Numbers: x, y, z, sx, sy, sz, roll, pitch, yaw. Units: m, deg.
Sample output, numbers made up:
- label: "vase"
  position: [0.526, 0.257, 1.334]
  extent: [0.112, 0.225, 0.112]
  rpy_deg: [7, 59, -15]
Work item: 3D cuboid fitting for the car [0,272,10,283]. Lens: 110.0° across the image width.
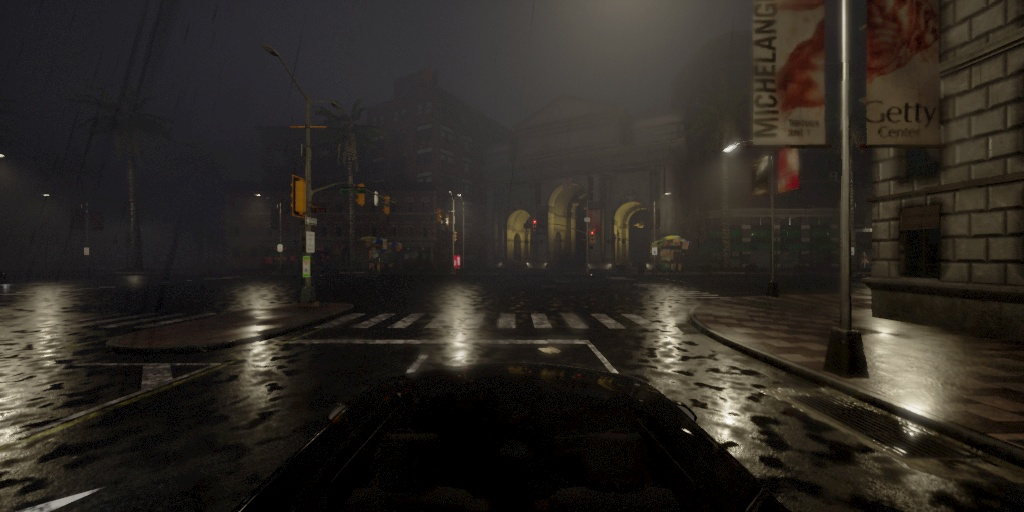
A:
- label: "car"
  position: [-38.891, 1.351, 25.283]
  extent: [4.718, 1.301, 1.895]
  rpy_deg: [0, 0, 0]
